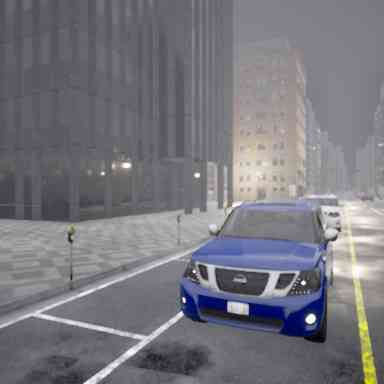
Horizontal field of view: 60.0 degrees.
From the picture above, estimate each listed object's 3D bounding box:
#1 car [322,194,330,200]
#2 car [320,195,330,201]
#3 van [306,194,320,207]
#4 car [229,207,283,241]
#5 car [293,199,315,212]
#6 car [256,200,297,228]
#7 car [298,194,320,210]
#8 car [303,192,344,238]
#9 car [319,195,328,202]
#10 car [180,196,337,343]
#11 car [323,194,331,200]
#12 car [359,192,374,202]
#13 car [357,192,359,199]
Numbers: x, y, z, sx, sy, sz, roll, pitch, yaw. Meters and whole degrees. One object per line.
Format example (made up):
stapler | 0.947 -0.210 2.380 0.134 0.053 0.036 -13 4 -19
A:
car | 33.421 1.239 82.852 1.752 1.417 4.829 0 0 25
car | 31.140 1.307 77.865 1.947 1.339 4.313 0 0 25
van | 17.550 1.234 48.154 1.690 1.788 3.998 0 0 25
car | 3.474 1.556 17.379 1.802 1.307 4.206 0 0 25
car | 12.858 1.488 37.895 1.947 1.339 4.313 0 0 25
car | 5.820 1.402 22.509 1.967 1.590 4.097 0 0 25
car | 15.203 1.223 43.024 2.192 1.841 5.009 0 0 25
car | 7.778 1.185 19.914 2.150 2.045 5.566 0 0 25
car | 28.717 1.295 72.567 1.752 1.417 4.829 0 0 25
car | 1.765 1.213 7.010 2.150 2.045 5.566 0 0 24
car | 35.773 1.210 87.995 1.752 1.417 4.829 0 0 25
car | 36.530 1.078 69.150 2.192 1.841 5.009 0 0 25
car | 41.235 1.251 79.439 1.887 1.381 4.507 0 0 25
